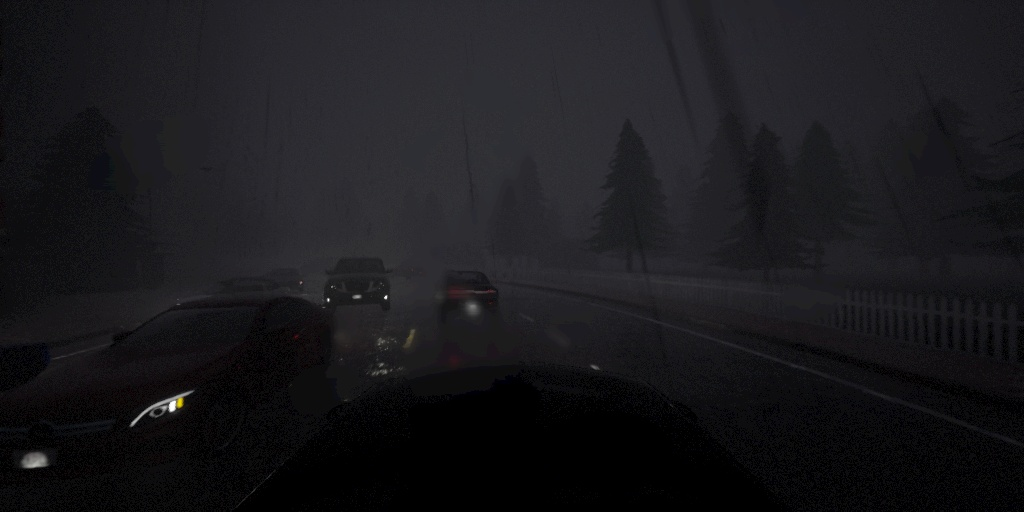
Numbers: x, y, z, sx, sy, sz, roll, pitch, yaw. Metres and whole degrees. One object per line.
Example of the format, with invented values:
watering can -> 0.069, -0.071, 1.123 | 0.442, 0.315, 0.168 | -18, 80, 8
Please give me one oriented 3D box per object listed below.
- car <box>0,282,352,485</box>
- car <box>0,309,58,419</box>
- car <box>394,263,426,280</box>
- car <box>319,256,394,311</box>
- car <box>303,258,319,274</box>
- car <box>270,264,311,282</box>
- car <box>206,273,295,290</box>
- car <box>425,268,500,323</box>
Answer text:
car -> -4.007, 1.315, 5.091 | 1.812, 1.442, 4.674 | -1, 0, -8
car -> -7.295, 1.424, 2.735 | 1.895, 1.301, 4.718 | -1, 0, -5
car -> -9.361, 1.364, 32.619 | 4.674, 1.442, 1.812 | -1, 0, 44
car -> -6.162, 1.031, 14.691 | 2.150, 2.045, 5.566 | -1, 0, -20
car -> -22.062, 1.185, 41.728 | 5.566, 2.045, 2.150 | -1, 0, 25
car -> -13.822, 1.432, 21.749 | 2.033, 1.411, 5.357 | -1, 0, -35
car -> -9.043, 1.440, 11.981 | 1.895, 1.301, 4.718 | -1, 0, -19
car -> -1.729, 1.257, 12.450 | 2.128, 1.511, 4.902 | 0, 0, -15
